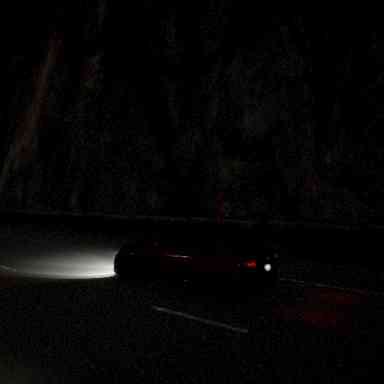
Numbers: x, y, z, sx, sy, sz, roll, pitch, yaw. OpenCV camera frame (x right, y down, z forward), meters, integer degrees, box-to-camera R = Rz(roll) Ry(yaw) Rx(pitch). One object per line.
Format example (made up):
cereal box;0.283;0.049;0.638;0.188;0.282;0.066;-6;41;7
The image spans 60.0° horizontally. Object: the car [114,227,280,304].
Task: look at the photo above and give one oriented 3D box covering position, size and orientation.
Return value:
car;0.000;1.590;8.294;4.181;1.385;1.994;0;0;35
